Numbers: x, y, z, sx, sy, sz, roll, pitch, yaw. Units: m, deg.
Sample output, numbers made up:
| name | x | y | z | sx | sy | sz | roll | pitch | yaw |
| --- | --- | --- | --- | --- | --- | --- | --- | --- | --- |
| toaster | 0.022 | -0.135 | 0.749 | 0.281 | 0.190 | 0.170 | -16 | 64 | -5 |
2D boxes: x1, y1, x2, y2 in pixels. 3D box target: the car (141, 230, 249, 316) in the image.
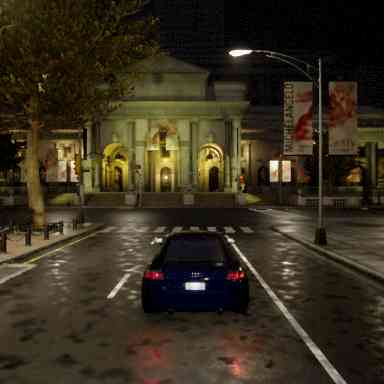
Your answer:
| name | x | y | z | sx | sy | sz | roll | pitch | yaw |
| --- | --- | --- | --- | --- | --- | --- | --- | --- | --- |
| car | 0.070 | 1.564 | 7.639 | 1.994 | 1.385 | 4.181 | 0 | 0 | 0 |
